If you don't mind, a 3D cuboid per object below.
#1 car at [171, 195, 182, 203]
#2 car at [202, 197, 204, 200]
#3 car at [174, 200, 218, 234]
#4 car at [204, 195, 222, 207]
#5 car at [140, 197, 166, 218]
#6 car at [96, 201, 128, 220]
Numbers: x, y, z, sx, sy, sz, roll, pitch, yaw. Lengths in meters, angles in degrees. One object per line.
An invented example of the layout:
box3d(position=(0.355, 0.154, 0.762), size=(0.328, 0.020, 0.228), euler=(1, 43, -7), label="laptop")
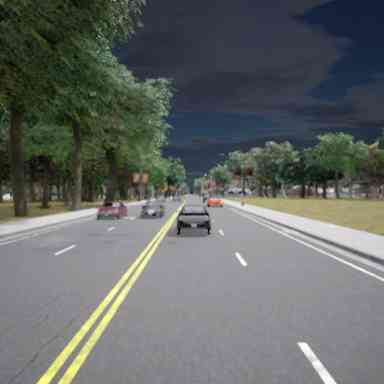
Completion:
box3d(position=(-3.251, 1.484, 70.680), size=(1.837, 1.490, 4.892), euler=(0, 0, 0), label="car")
box3d(position=(3.249, 1.490, 71.094), size=(1.837, 1.490, 4.892), euler=(0, 0, 0), label="car")
box3d(position=(0.100, 1.468, 19.210), size=(2.128, 1.511, 4.902), euler=(0, 0, 0), label="car")
box3d(position=(3.351, 1.316, 50.796), size=(2.097, 1.767, 4.553), euler=(0, 0, 0), label="car")
box3d(position=(-3.346, 1.460, 29.346), size=(2.128, 1.511, 4.902), euler=(0, 0, 0), label="car")
box3d(position=(-6.595, 1.495, 27.947), size=(1.812, 1.442, 4.674), euler=(0, 0, 0), label="car")
